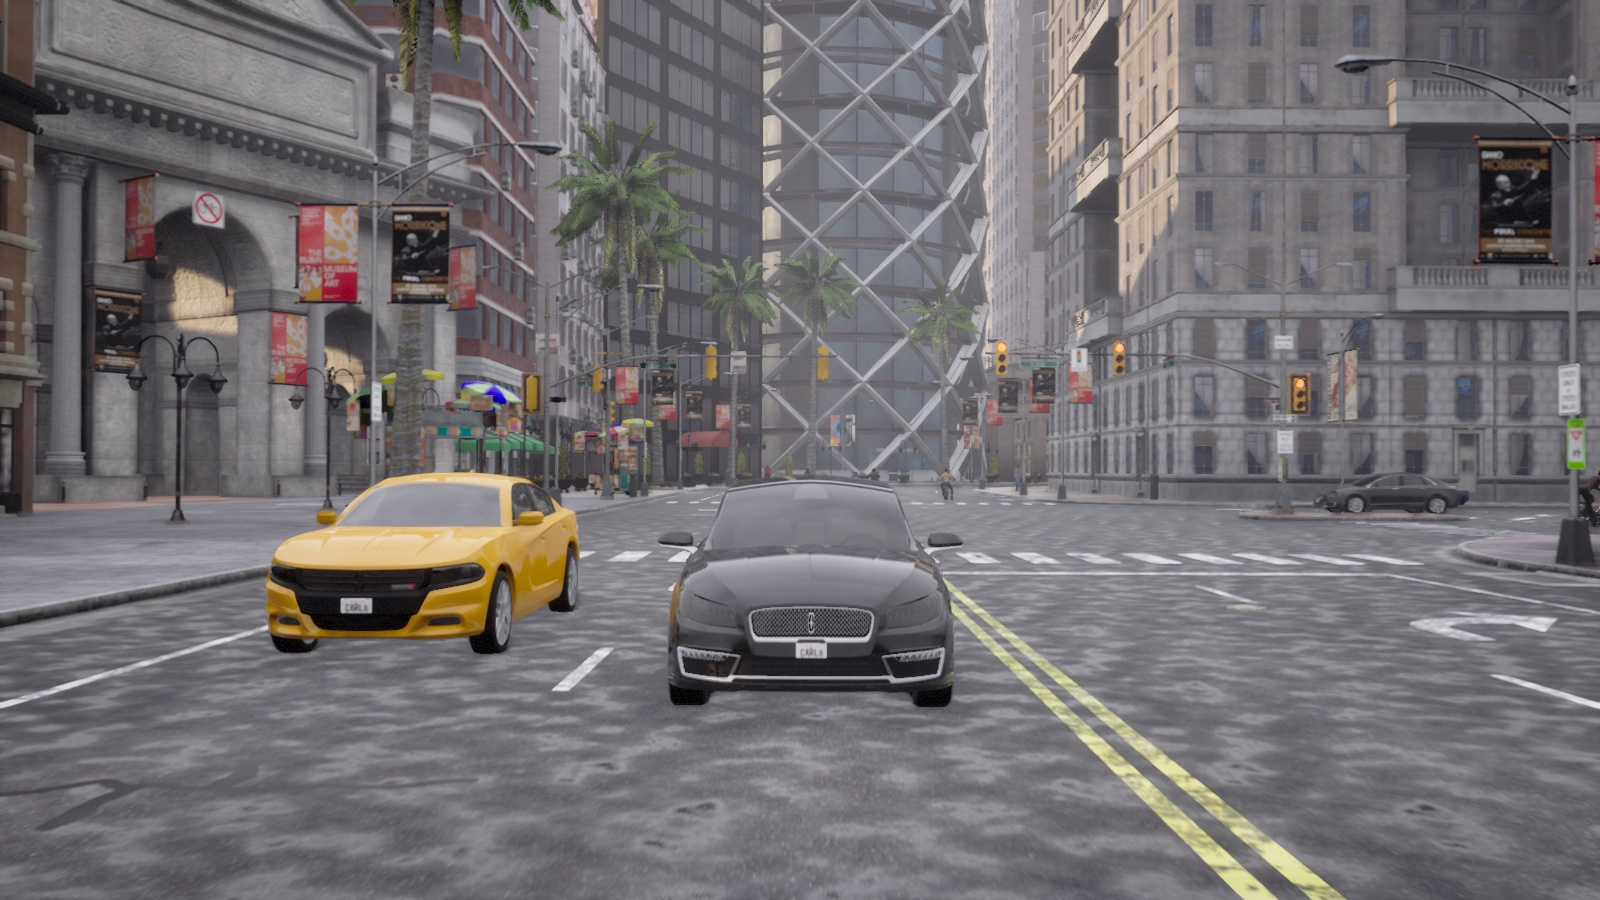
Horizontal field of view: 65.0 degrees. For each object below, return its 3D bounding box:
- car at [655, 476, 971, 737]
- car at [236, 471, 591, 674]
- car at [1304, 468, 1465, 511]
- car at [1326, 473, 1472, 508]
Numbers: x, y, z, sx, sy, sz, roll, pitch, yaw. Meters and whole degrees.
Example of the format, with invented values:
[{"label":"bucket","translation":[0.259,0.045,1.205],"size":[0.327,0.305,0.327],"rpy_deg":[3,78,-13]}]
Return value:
[{"label":"car","translation":[0.087,0.964,9.781],"size":[1.837,1.490,4.892],"rpy_deg":[0,-1,0]},{"label":"car","translation":[-3.400,0.987,12.194],"size":[1.882,1.535,5.008],"rpy_deg":[0,-1,0]},{"label":"car","translation":[20.884,1.410,45.011],"size":[4.892,1.490,1.837],"rpy_deg":[0,-1,0]},{"label":"car","translation":[23.061,1.550,48.494],"size":[4.718,1.301,1.895],"rpy_deg":[0,-1,0]}]
